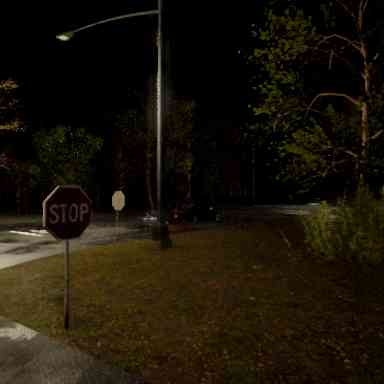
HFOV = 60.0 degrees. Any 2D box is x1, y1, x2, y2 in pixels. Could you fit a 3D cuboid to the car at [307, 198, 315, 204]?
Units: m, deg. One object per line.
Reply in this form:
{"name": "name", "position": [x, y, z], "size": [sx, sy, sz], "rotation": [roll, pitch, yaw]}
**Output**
{"name": "car", "position": [27.542, 1.957, 74.991], "size": [2.033, 1.411, 5.357], "rotation": [0, 0, 36]}

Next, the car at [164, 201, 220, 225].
{"name": "car", "position": [0.327, 1.603, 25.646], "size": [1.882, 1.535, 5.008], "rotation": [0, 0, 36]}

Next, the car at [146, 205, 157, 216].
{"name": "car", "position": [-2.526, 1.724, 33.617], "size": [1.837, 1.490, 4.892], "rotation": [0, 1, 36]}
